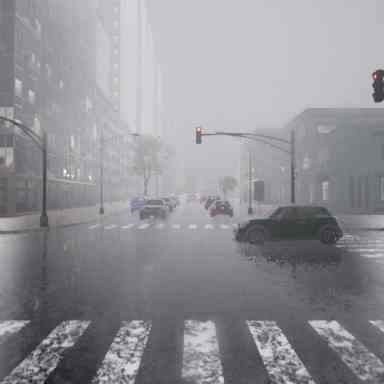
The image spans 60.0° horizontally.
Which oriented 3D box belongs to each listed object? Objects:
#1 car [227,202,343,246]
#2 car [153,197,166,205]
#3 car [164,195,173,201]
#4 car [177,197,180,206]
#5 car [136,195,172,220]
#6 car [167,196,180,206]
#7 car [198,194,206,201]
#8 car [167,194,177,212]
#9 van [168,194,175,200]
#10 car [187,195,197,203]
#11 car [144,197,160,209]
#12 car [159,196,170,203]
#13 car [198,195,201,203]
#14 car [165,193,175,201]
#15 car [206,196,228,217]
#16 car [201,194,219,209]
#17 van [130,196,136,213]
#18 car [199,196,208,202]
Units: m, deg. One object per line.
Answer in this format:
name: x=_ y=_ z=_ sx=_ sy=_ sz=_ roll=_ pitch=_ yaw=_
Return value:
car: x=4.082 y=1.343 z=14.755 sx=4.553 sy=1.767 sz=2.097 roll=-1 pitch=0 yaw=1
car: x=-5.729 y=1.590 z=59.335 sx=1.802 sy=1.307 sz=4.206 roll=1 pitch=0 yaw=0
car: x=-5.749 y=1.561 z=82.031 sx=2.008 sy=1.369 sz=4.403 roll=1 pitch=0 yaw=0
car: x=-3.131 y=1.499 z=46.926 sx=2.128 sy=1.511 sz=4.902 roll=0 pitch=0 yaw=0
car: x=-3.124 y=1.357 z=28.127 sx=2.097 sy=1.767 sz=4.553 roll=0 pitch=0 yaw=0
car: x=-3.111 y=1.486 z=57.031 sx=1.882 sy=1.535 sz=5.008 roll=0 pitch=0 yaw=1
car: x=2.628 y=1.450 z=87.751 sx=1.967 sy=1.590 sz=4.097 roll=1 pitch=0 yaw=0
car: x=-3.130 y=1.358 z=37.040 sx=2.097 sy=1.767 sz=4.553 roll=0 pitch=0 yaw=0
van: x=-5.755 y=1.352 z=93.379 sx=1.690 sy=1.788 sz=3.998 roll=1 pitch=0 yaw=0
car: x=0.039 y=1.361 z=69.588 sx=2.097 sy=1.767 sz=4.553 roll=0 pitch=0 yaw=0
car: x=-5.718 y=1.533 z=47.817 sx=1.752 sy=1.417 sz=4.829 roll=1 pitch=0 yaw=0
car: x=-5.739 y=1.575 z=70.683 sx=1.947 sy=1.339 sz=4.313 roll=1 pitch=0 yaw=0
car: x=2.650 y=1.324 z=65.055 sx=2.192 sy=1.841 sz=5.009 roll=1 pitch=0 yaw=0
car: x=-5.749 y=1.325 z=87.705 sx=2.192 sy=1.841 sz=5.009 roll=1 pitch=0 yaw=0
car: x=2.678 y=1.446 z=31.011 sx=1.967 sy=1.590 sz=4.097 roll=1 pitch=0 yaw=0
car: x=2.670 y=1.322 z=42.359 sx=2.192 sy=1.841 sz=5.009 roll=1 pitch=0 yaw=0
van: x=-5.705 y=1.347 z=36.639 sx=1.690 sy=1.788 sz=3.998 roll=1 pitch=0 yaw=0
car: x=2.636 y=1.575 z=76.403 sx=1.947 sy=1.339 sz=4.313 roll=1 pitch=0 yaw=0
